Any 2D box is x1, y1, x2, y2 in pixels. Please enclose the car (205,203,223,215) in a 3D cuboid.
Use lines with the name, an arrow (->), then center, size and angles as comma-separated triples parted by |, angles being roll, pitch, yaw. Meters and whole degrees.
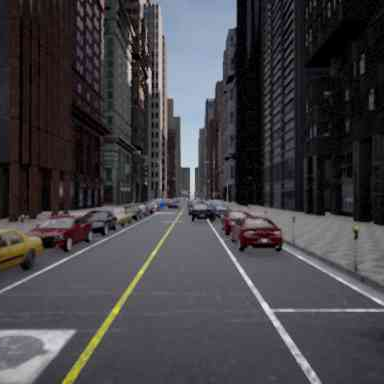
car -> 2.750, 2.128, 43.091 | 2.008, 1.369, 4.403 | 0, -1, 0

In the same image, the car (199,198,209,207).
car -> 2.740, 2.372, 76.908 | 2.192, 1.841, 5.009 | 0, -1, 0

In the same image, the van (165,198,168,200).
van -> -5.780, 2.155, 59.984 | 1.690, 1.788, 3.998 | 0, -1, 0

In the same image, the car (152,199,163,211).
car -> -5.777, 2.094, 48.711 | 1.967, 1.590, 4.097 | 0, -1, 0

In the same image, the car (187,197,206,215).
car -> 0.666, 1.892, 41.011 | 2.097, 1.767, 4.553 | -1, 0, 2

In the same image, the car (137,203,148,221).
car -> -5.772, 1.987, 31.800 | 1.947, 1.339, 4.313 | 0, -1, 0

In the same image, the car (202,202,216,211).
car -> 2.747, 2.285, 54.363 | 2.008, 1.369, 4.403 | 0, -1, 0

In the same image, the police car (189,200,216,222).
police car -> 0.892, 1.838, 31.117 | 1.930, 1.638, 5.238 | 0, -1, 0

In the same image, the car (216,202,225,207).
car -> 2.753, 1.973, 31.820 | 2.008, 1.369, 4.403 | 0, -1, 0

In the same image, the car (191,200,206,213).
car -> 0.888, 1.982, 46.977 | 2.097, 1.767, 4.553 | 0, -1, 0

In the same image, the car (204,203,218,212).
car -> 2.749, 2.237, 48.727 | 1.802, 1.307, 4.206 | 0, -1, 0

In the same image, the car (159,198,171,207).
car -> -5.783, 2.290, 71.255 | 2.192, 1.841, 5.009 | 0, -1, 0

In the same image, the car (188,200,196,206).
car -> -0.021, 2.634, 82.128 | 1.895, 1.301, 4.718 | 0, -1, 0

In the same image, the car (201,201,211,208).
car -> 2.744, 2.440, 65.634 | 1.887, 1.381, 4.507 | 0, -1, 0

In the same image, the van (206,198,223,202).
van -> 2.751, 1.840, 37.458 | 1.690, 1.788, 3.998 | 0, -1, 0

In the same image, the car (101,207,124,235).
car -> -5.768, 1.836, 20.528 | 1.947, 1.339, 4.313 | 0, -1, 0

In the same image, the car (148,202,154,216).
car -> -5.773, 2.080, 37.437 | 1.802, 1.307, 4.206 | 0, -1, 0

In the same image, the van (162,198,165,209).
van -> -5.778, 2.075, 54.348 | 1.690, 1.788, 3.998 | 0, -1, 0

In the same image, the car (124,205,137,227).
car -> -5.770, 1.868, 25.995 | 1.752, 1.417, 4.829 | 0, -1, 0

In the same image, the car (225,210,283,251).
car -> 2.758, 1.742, 14.913 | 1.887, 1.381, 4.507 | 0, -1, 0

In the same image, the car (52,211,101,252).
car -> -5.767, 1.741, 14.893 | 1.887, 1.381, 4.507 | 0, -1, 0

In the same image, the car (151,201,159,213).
car -> -5.775, 2.142, 43.073 | 1.947, 1.339, 4.313 | 0, -1, 0

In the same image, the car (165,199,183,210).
car -> -3.072, 2.368, 56.675 | 1.895, 1.301, 4.718 | 0, -1, 1

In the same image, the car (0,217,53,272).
car -> -5.765, 1.645, 9.087 | 1.752, 1.417, 4.829 | 0, -1, 0

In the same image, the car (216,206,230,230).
car -> 2.757, 1.816, 20.549 | 1.887, 1.381, 4.507 | 0, -1, 0
